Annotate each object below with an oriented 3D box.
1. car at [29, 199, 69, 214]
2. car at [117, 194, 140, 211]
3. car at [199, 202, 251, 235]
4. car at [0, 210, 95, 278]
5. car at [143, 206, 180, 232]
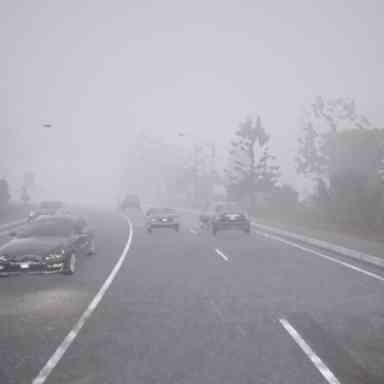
[{"bbox_3d":[-9.919,1.395,23.401,2.097,1.767,4.553,0,0,-13],"label":"car"},{"bbox_3d":[-7.977,1.277,41.777,2.150,2.045,5.566,0,0,-21],"label":"car"},{"bbox_3d":[1.757,1.364,19.259,2.097,1.767,4.553,0,0,-9],"label":"car"},{"bbox_3d":[-4.271,1.526,10.381,1.837,1.490,4.892,0,0,-6],"label":"car"},{"bbox_3d":[-1.929,1.570,20.500,2.033,1.411,5.357,0,0,-11],"label":"car"}]
